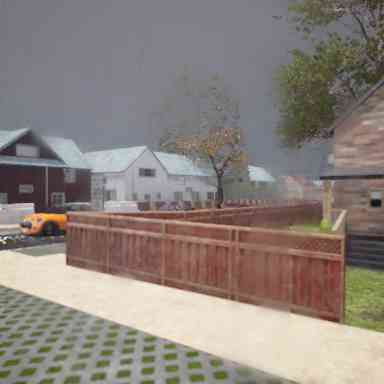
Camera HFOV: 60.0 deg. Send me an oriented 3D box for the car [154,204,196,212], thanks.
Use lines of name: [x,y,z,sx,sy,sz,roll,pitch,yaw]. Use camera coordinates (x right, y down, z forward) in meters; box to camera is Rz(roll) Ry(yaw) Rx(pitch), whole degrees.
car: [-1.573,1.746,27.570,2.128,1.511,4.902,0,-1,37]

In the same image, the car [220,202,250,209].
car: [4.513,1.829,35.688,1.882,1.535,5.008,0,0,37]

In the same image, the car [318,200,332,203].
car: [21.525,2.064,53.520,2.128,1.511,4.902,0,-1,36]

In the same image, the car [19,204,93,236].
car: [-7.573,1.510,19.548,2.097,1.767,4.553,0,-1,37]
